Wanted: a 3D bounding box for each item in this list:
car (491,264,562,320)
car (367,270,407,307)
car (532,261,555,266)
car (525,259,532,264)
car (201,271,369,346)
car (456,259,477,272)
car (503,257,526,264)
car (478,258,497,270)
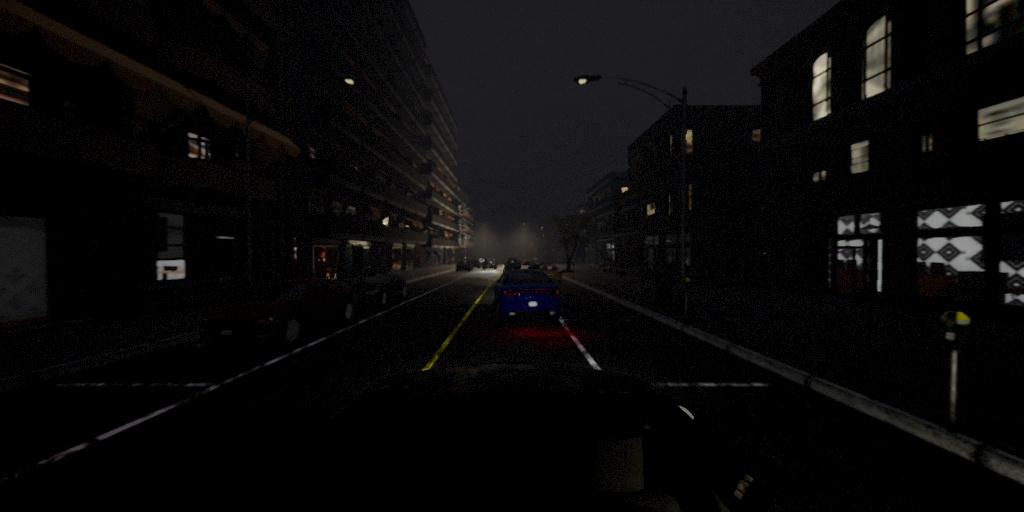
[{"bbox_3d":[0.392,1.199,12.583,1.882,1.535,5.008,0,0,-5],"label":"car"},{"bbox_3d":[-5.692,1.266,15.090,2.007,1.370,4.403,0,0,0],"label":"car"},{"bbox_3d":[2.688,1.212,26.587,1.751,1.417,4.829,0,0,0],"label":"car"},{"bbox_3d":[2.686,1.204,37.771,1.888,1.381,4.507,0,0,0],"label":"car"},{"bbox_3d":[-5.692,1.275,9.412,1.888,1.381,4.507,0,0,0],"label":"car"},{"bbox_3d":[-5.695,1.190,43.477,1.888,1.381,4.507,0,0,0],"label":"car"},{"bbox_3d":[0.097,1.147,39.214,2.128,1.511,4.902,0,0,0],"label":"car"},{"bbox_3d":[-3.034,1.124,48.913,2.128,1.511,4.902,0,0,1],"label":"car"}]
